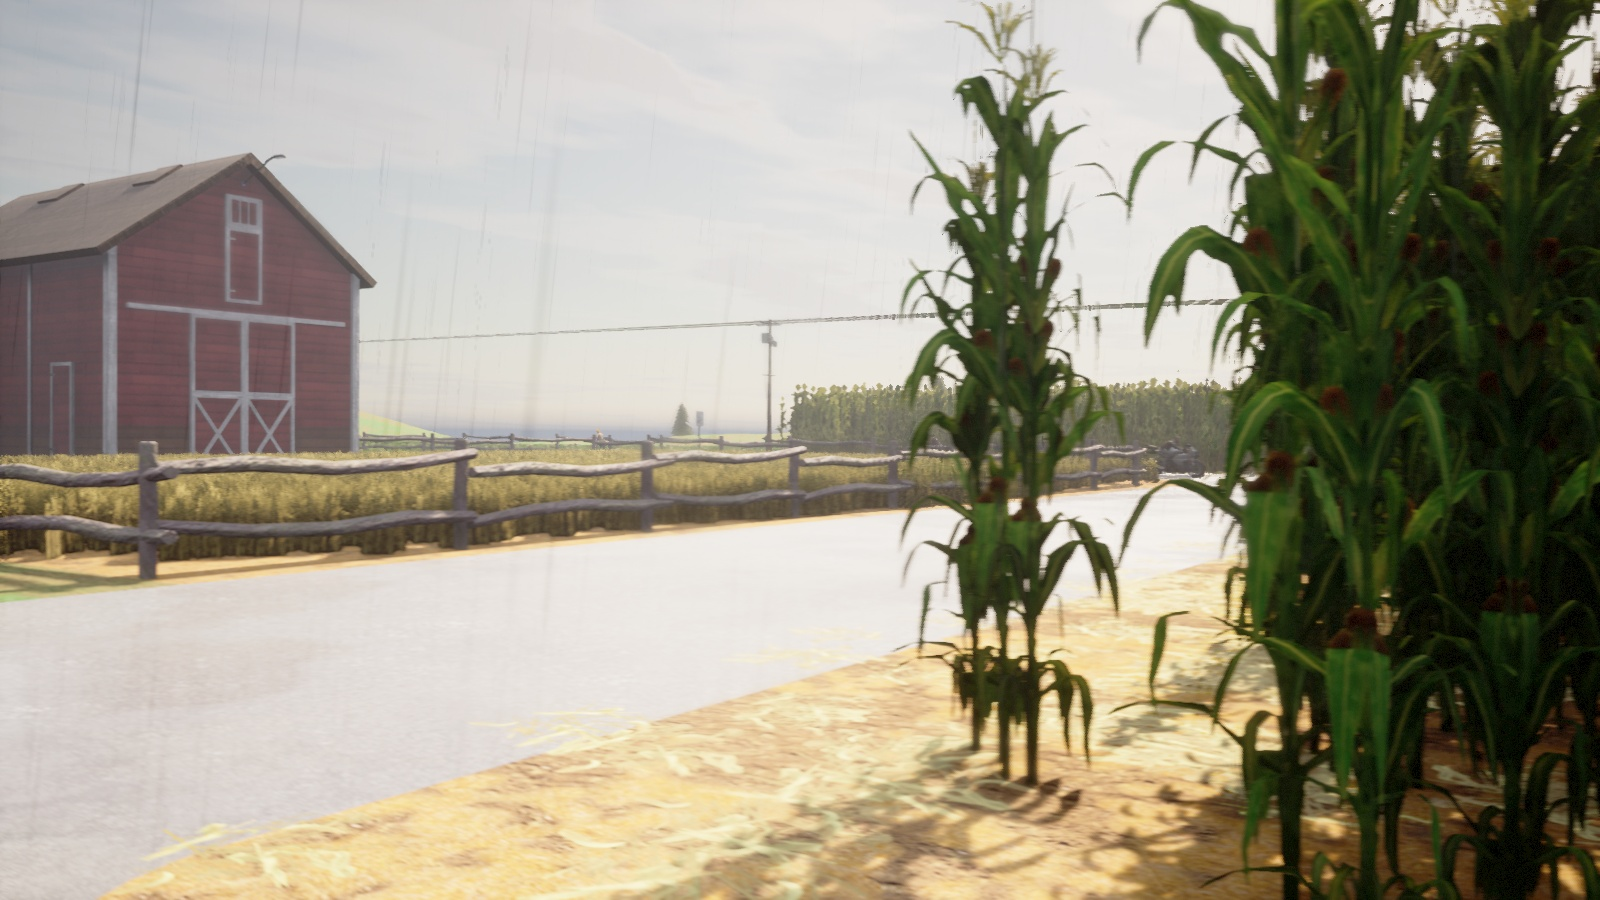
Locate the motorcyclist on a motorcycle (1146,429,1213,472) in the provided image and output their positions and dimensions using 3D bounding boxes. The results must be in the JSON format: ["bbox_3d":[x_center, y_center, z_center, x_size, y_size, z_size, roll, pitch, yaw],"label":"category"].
[{"bbox_3d":[13.875,0.009,45.975,2.191,1.530,0.866,0,1,33],"label":"motorcyclist on a motorcycle"}]
